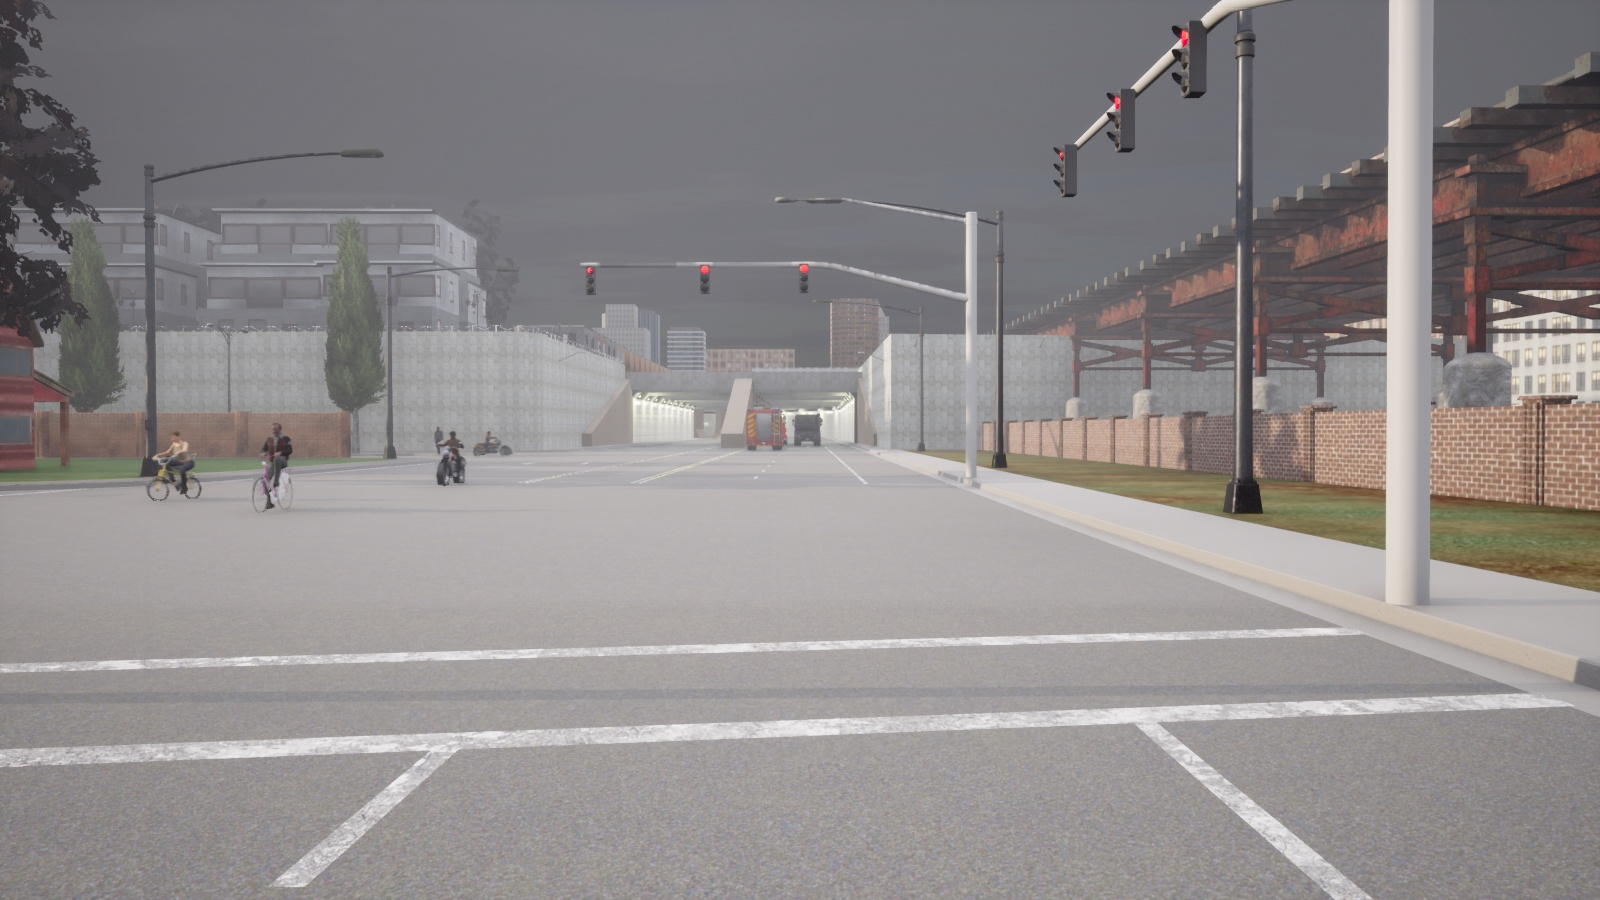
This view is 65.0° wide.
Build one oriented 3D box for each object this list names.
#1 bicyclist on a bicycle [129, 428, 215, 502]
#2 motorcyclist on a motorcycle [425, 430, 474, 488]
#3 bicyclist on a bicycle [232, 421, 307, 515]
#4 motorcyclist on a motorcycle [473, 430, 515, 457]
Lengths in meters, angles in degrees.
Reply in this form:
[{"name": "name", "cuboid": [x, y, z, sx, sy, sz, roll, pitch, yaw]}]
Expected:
[{"name": "bicyclist on a bicycle", "cuboid": [-14.316, 0.331, 28.652, 0.866, 1.612, 1.509, -3, 0, 21]}, {"name": "motorcyclist on a motorcycle", "cuboid": [-10.272, 0.226, 36.881, 0.766, 1.649, 2.350, 0, 1, 0]}, {"name": "bicyclist on a bicycle", "cuboid": [-10.344, 0.329, 24.544, 0.659, 1.776, 1.843, 0, 1, 0]}, {"name": "motorcyclist on a motorcycle", "cuboid": [-18.734, -0.400, 76.857, 2.350, 1.649, 0.766, 0, 1, 0]}]
